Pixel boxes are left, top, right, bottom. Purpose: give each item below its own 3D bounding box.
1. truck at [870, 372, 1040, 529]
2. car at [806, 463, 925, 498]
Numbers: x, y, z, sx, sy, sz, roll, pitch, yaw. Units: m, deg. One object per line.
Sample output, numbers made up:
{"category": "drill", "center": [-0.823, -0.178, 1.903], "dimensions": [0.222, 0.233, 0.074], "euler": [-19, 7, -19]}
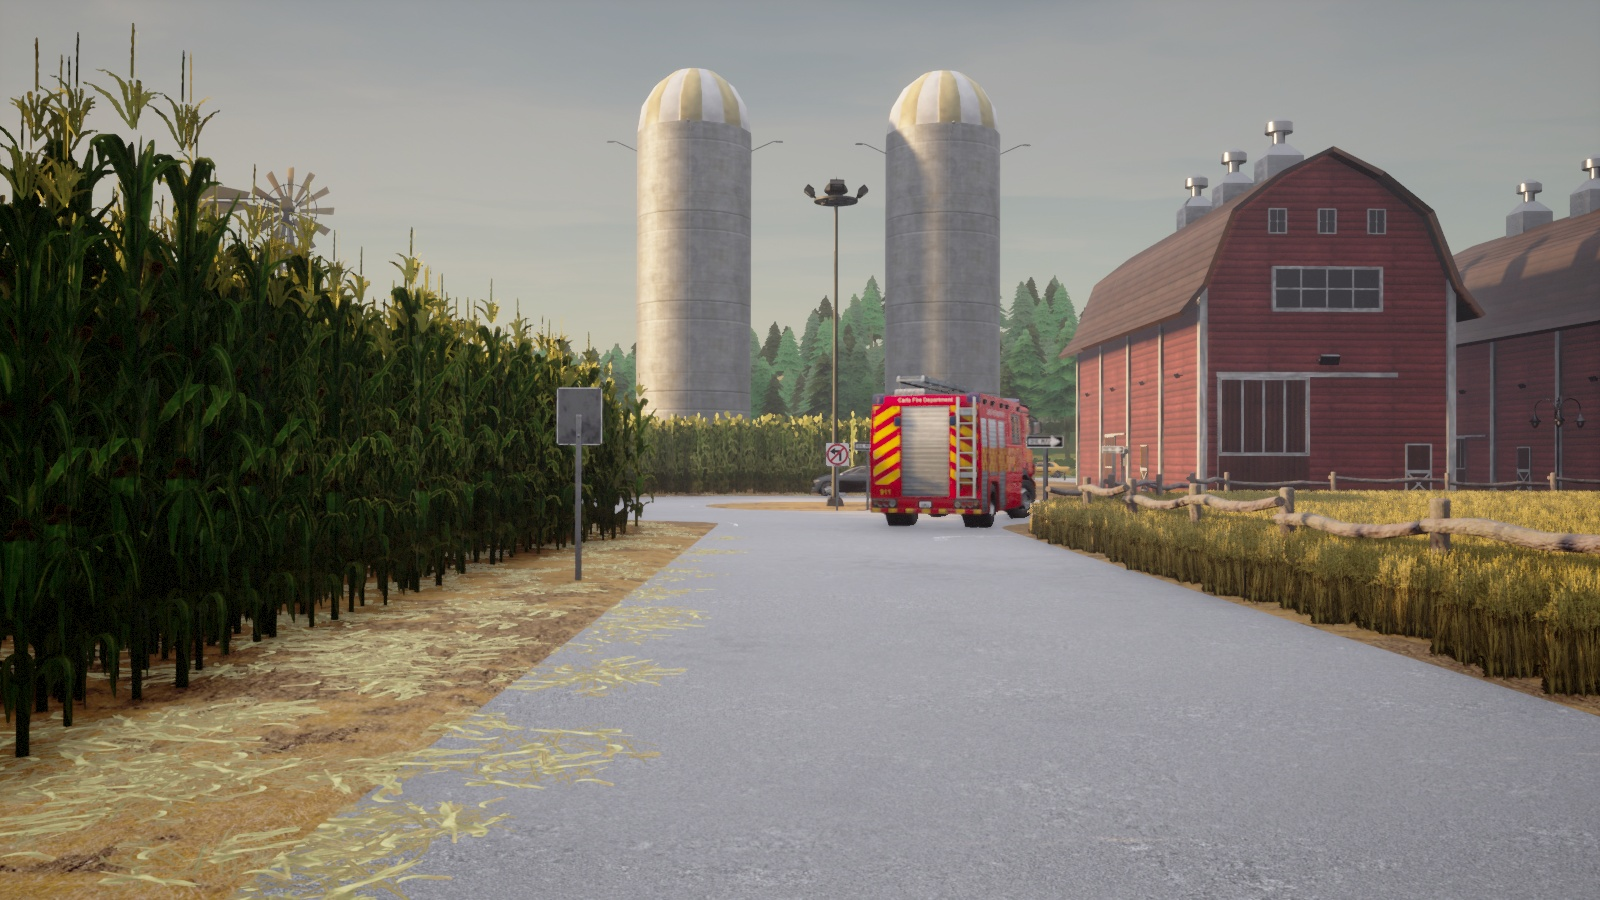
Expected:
{"category": "truck", "center": [4.576, 0.046, 35.143], "dimensions": [2.891, 3.827, 8.468], "euler": [-1, -1, 20]}
{"category": "car", "center": [2.917, 1.328, 56.039], "dimensions": [4.902, 1.511, 2.128], "euler": [0, -1, 19]}
